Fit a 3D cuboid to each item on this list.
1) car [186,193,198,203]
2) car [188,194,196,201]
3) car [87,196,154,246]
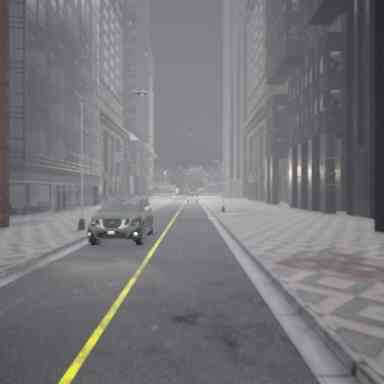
[{"bbox_3d":[0.031,1.112,66.141,2.150,2.045,5.566,0,0,0],"label":"car"},{"bbox_3d":[0.034,1.297,76.531,1.837,1.490,4.892,0,0,0],"label":"car"},{"bbox_3d":[-3.065,1.205,15.480,2.150,2.045,5.566,0,0,1],"label":"car"}]
